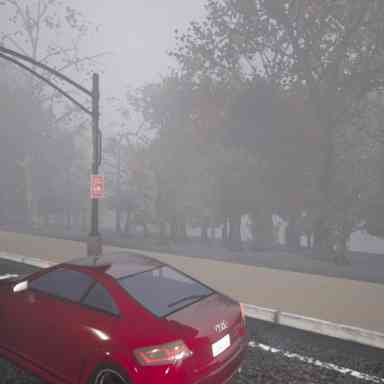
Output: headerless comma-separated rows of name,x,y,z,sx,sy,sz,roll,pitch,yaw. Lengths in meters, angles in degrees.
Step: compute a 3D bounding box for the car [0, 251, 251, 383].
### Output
car,-1.328,1.563,4.629,4.181,1.385,1.994,0,0,35
